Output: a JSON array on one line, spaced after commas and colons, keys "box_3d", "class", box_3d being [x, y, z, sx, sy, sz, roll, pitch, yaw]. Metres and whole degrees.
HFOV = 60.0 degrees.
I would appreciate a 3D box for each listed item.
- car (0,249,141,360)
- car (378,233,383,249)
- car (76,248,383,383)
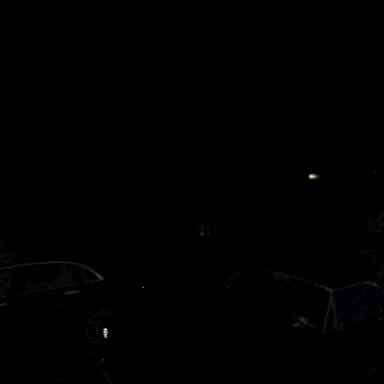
[{"box_3d": [-2.764, 1.554, 4.679, 4.403, 1.369, 2.008, 1, 0, -35], "class": "car"}, {"box_3d": [9.101, 1.706, 13.136, 4.313, 1.339, 1.947, 1, -1, -35], "class": "car"}, {"box_3d": [1.228, 1.632, 4.252, 4.718, 1.301, 1.895, 1, 0, -35], "class": "car"}]
